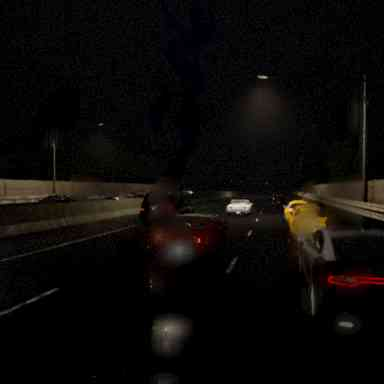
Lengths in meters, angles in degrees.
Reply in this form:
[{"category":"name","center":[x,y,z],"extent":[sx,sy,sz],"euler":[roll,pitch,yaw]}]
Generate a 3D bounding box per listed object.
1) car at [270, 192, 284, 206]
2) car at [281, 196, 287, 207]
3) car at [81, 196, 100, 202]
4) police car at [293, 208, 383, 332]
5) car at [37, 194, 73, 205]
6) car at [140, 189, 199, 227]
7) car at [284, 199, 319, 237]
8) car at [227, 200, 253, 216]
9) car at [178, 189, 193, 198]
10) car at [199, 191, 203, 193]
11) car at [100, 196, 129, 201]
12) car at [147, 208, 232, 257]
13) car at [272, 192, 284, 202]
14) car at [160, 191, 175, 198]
[{"category":"car","center":[11.310,1.034,43.396],"extent":[2.128,1.511,4.902],"euler":[0,1,14]},{"category":"car","center":[7.224,1.271,22.610],"extent":[1.801,1.575,5.366],"euler":[0,1,14]},{"category":"car","center":[-11.448,1.109,39.351],"extent":[1.994,1.385,4.181],"euler":[0,1,14]},{"category":"police car","center":[3.358,1.381,7.003],"extent":[1.930,1.638,5.238],"euler":[0,1,14]},{"category":"car","center":[-15.450,1.061,37.754],"extent":[1.837,1.490,4.892],"euler":[0,1,14]},{"category":"car","center":[-1.401,1.027,20.861],"extent":[2.150,2.045,5.566],"euler":[0,1,14]},{"category":"car","center":[5.782,1.330,16.787],"extent":[1.801,1.575,5.366],"euler":[0,1,14]},{"category":"car","center":[4.330,1.324,29.439],"extent":[1.895,1.301,4.718],"euler":[0,1,14]},{"category":"car","center":[-1.478,0.232,79.175],"extent":[2.150,2.045,5.566],"euler":[0,1,14]},{"category":"car","center":[1.571,0.481,76.936],"extent":[2.033,1.411,5.357],"euler":[0,1,14]},{"category":"car","center":[-8.239,1.140,37.749],"extent":[1.994,1.385,4.181],"euler":[0,1,14]},{"category":"car","center":[0.150,1.495,12.565],"extent":[1.895,1.301,4.718],"euler":[0,1,14]},{"category":"car","center":[14.655,0.850,56.974],"extent":[1.837,1.490,4.892],"euler":[0,1,14]},{"category":"car","center":[-5.623,0.558,77.006],"extent":[2.033,1.411,5.357],"euler":[0,1,14]}]
